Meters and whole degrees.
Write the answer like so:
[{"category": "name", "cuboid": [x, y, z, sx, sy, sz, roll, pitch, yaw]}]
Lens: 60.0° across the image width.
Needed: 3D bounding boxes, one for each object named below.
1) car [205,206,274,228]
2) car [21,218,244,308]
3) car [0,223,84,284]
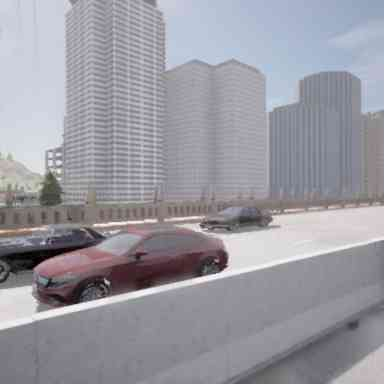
[{"category": "car", "cuboid": [2.933, 1.582, 20.533, 5.357, 1.411, 2.033, 0, 0, -43]}, {"category": "car", "cuboid": [-1.140, 1.549, 7.722, 4.674, 1.442, 1.812, 0, 0, -39]}, {"category": "car", "cuboid": [-4.130, 1.640, 9.789, 4.718, 1.301, 1.895, 0, 0, -38]}]
